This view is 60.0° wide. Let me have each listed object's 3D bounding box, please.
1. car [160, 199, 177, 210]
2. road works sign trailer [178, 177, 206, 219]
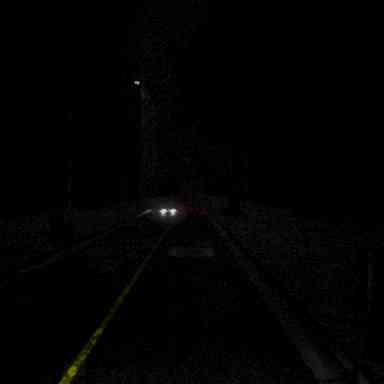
[{"bbox_3d":[-3.091,1.625,44.538,1.994,1.385,4.181,0,0,0],"label":"car"},{"bbox_3d":[-0.004,0.505,29.547,2.380,3.560,2.880,0,0,0],"label":"road works sign trailer"}]
